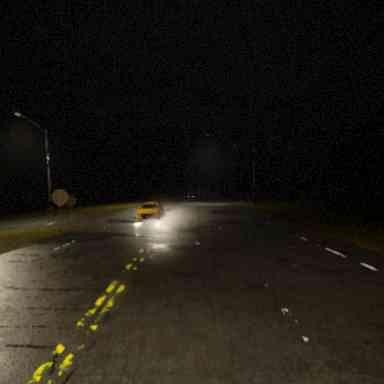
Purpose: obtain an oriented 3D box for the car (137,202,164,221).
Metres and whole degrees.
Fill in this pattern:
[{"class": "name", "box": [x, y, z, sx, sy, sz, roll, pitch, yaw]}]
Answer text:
[{"class": "car", "box": [-3.507, 1.618, 28.501, 1.882, 1.535, 5.008, -2, 0, 0]}]
